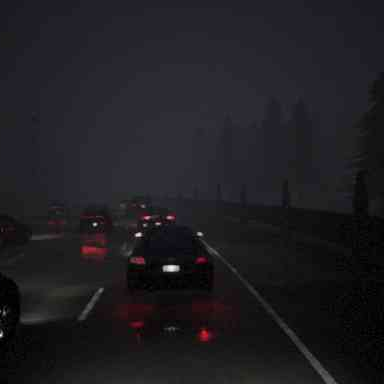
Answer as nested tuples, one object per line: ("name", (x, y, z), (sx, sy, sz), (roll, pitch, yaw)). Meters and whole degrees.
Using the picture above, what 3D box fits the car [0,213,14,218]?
("car", (-8.143, 1.569, 13.501), (1.812, 1.442, 4.674), (0, 0, -8))

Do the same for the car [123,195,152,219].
("car", (-4.779, 1.314, 30.251), (2.150, 2.045, 5.566), (0, 0, -16))

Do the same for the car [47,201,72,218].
("car", (-12.389, 1.588, 31.232), (2.128, 1.511, 4.902), (0, 0, -18))

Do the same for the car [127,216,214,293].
("car", (-0.603, 1.591, 9.034), (1.994, 1.385, 4.181), (0, 0, -5))

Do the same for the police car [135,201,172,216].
("police car", (-2.228, 1.564, 20.023), (2.038, 1.542, 4.974), (0, 0, -11))

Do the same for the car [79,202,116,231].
("car", (-6.043, 1.571, 21.274), (1.837, 1.490, 4.892), (0, 0, -12))

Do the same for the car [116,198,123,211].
("car", (-8.694, 1.586, 42.346), (1.801, 1.575, 5.366), (0, 0, -19))

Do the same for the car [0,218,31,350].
("car", (-3.677, 1.364, 3.356), (2.097, 1.767, 4.553), (0, 0, -2))

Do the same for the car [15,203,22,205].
("car", (-28.050, 1.773, 55.072), (1.895, 1.301, 4.718), (0, 0, -19))
